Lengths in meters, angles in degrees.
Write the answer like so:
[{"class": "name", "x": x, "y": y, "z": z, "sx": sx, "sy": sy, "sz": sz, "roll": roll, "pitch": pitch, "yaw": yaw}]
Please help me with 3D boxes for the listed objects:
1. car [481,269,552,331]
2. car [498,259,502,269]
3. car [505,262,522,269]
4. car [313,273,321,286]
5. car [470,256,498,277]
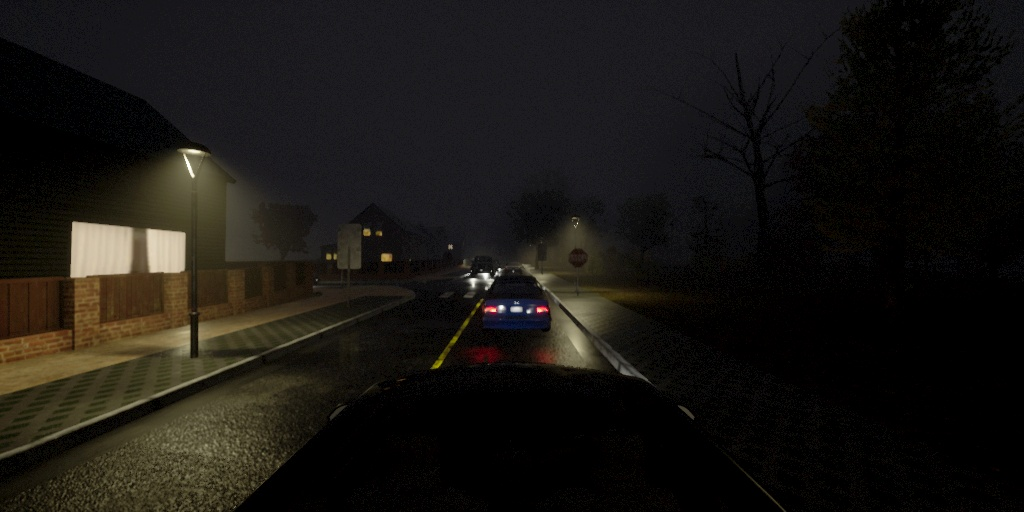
[{"class": "car", "x": 0.106, "y": 1.291, "z": 10.846, "sx": 2.033, "sy": 1.411, "sz": 5.357, "roll": 0, "pitch": 0, "yaw": 0}, {"class": "car", "x": -2.767, "y": 1.255, "z": 47.115, "sx": 2.128, "sy": 1.511, "sz": 4.902, "roll": 0, "pitch": 0, "yaw": 0}, {"class": "car", "x": 0.157, "y": 1.355, "z": 40.789, "sx": 1.895, "sy": 1.301, "sz": 4.718, "roll": 0, "pitch": 0, "yaw": 0}, {"class": "car", "x": -14.774, "y": 1.264, "z": 22.945, "sx": 4.674, "sy": 1.442, "sz": 1.812, "roll": 0, "pitch": -1, "yaw": 2}, {"class": "car", "x": -2.801, "y": 0.973, "z": 35.476, "sx": 2.150, "sy": 2.045, "sz": 5.566, "roll": 0, "pitch": 0, "yaw": 0}]
